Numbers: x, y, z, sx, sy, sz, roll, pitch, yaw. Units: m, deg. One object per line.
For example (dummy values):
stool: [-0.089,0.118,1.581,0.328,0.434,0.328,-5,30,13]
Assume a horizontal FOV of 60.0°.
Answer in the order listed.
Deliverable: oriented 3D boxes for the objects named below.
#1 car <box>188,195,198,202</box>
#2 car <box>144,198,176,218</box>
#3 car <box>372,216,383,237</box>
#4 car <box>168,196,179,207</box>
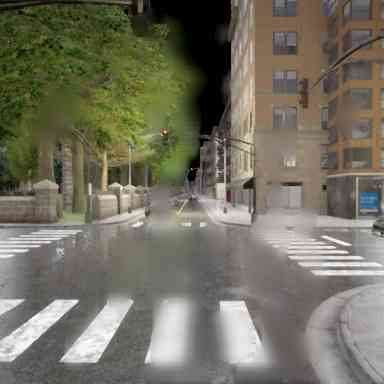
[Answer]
car: [0.198,1.424,70.777,1.812,1.442,4.674,0,0,0]
car: [-3.004,1.526,30.668,2.033,1.411,5.357,0,0,4]
car: [11.003,1.366,15.589,4.553,1.767,2.097,0,0,0]
car: [-3.004,1.465,40.740,1.837,1.490,4.892,0,0,0]
